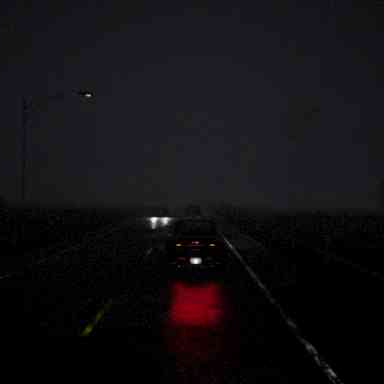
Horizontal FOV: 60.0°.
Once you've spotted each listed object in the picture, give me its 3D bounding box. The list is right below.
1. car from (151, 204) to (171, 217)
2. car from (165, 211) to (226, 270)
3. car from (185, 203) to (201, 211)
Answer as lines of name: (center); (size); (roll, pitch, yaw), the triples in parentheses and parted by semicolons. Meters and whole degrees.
car: (-3.491, 2.112, 38.268); (1.994, 1.385, 4.181); (0, -1, 0)
car: (0.103, 1.662, 11.608); (1.837, 1.490, 4.892); (0, 0, 0)
car: (0.110, 2.029, 40.210); (2.128, 1.511, 4.902); (0, -1, 0)
